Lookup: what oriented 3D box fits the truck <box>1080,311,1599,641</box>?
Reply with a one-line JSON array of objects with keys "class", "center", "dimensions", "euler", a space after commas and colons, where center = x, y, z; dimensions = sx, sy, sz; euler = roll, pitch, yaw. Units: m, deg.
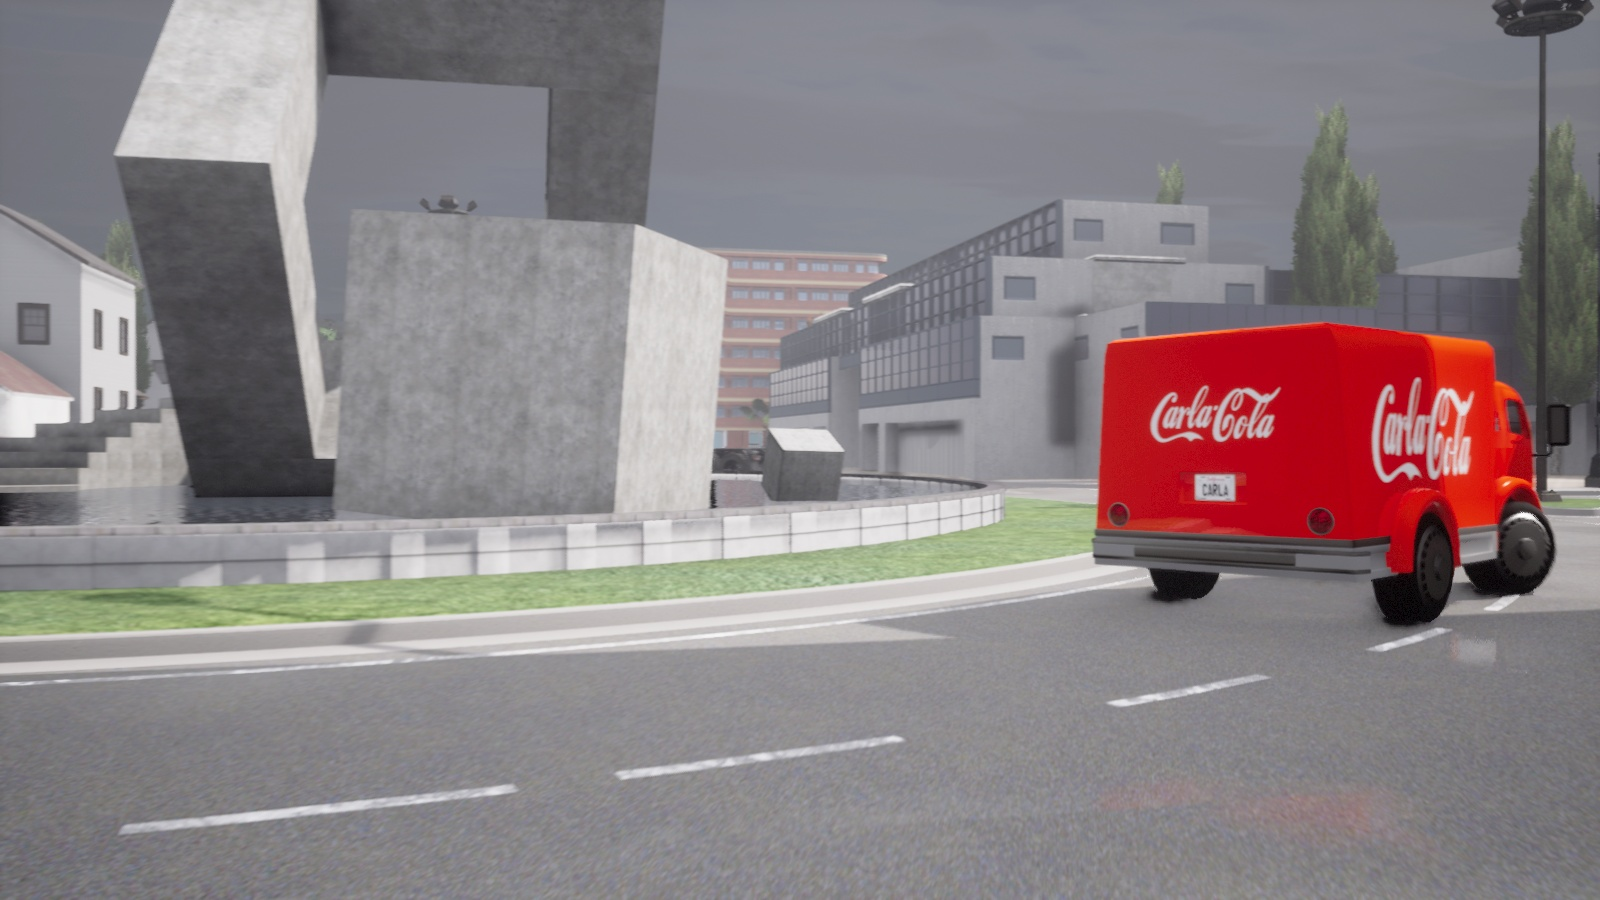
[{"class": "truck", "center": [5.363, 0.207, 12.098], "dimensions": [5.204, 2.467, 2.627], "euler": [0, 0, -42]}]

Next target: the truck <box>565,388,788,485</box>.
[{"class": "truck", "center": [-4.683, -0.489, 47.591], "dimensions": [7.936, 3.462, 2.891], "euler": [0, 0, 20]}]
